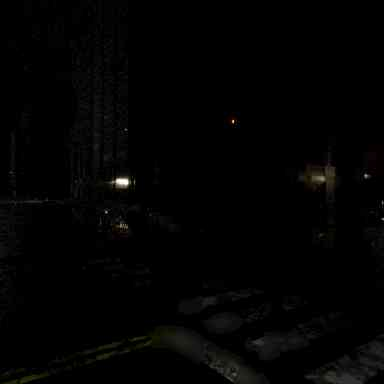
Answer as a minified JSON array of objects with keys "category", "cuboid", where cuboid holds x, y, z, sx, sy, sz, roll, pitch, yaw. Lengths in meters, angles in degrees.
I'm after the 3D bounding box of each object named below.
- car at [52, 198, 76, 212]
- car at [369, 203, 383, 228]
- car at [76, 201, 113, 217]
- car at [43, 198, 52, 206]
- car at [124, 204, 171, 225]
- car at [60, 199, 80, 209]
[{"category":"car","cuboid":[-15.490,1.723,41.394,2.033,1.411,5.357,1,-1,-34]},{"category":"car","cuboid":[13.705,1.267,21.400,5.566,2.045,2.150,0,0,-35]},{"category":"car","cuboid":[-9.339,1.619,32.705,2.128,1.511,4.902,1,-1,-36]},{"category":"car","cuboid":[-26.507,1.801,62.419,2.128,1.511,4.902,1,-1,-36]},{"category":"car","cuboid":[-3.390,1.606,24.340,1.812,1.442,4.674,1,-1,-37]},{"category":"car","cuboid":[-19.256,1.777,52.199,1.812,1.442,4.674,1,-1,-35]}]
